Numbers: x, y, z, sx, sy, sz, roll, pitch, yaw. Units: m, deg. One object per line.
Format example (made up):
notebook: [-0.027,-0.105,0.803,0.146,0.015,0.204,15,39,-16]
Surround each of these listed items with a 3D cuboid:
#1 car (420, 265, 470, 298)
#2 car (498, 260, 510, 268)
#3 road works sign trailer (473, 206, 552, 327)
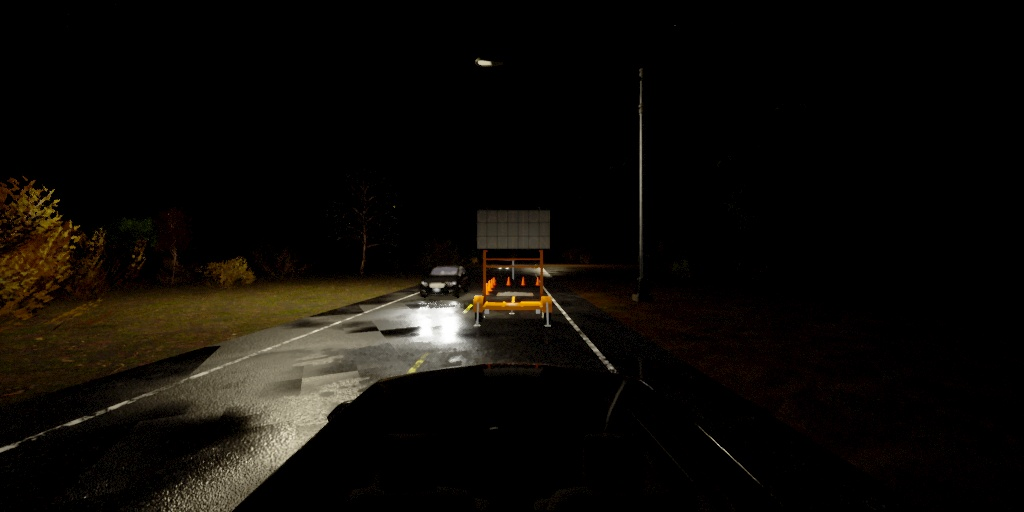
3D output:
car: [-3.308,1.241,18.424,2.128,1.511,4.902,0,0,1]
car: [-1.292,1.285,62.971,2.033,1.411,5.357,0,0,4]
road works sign trailer: [0.039,0.214,11.580,2.380,3.560,2.880,0,0,1]
